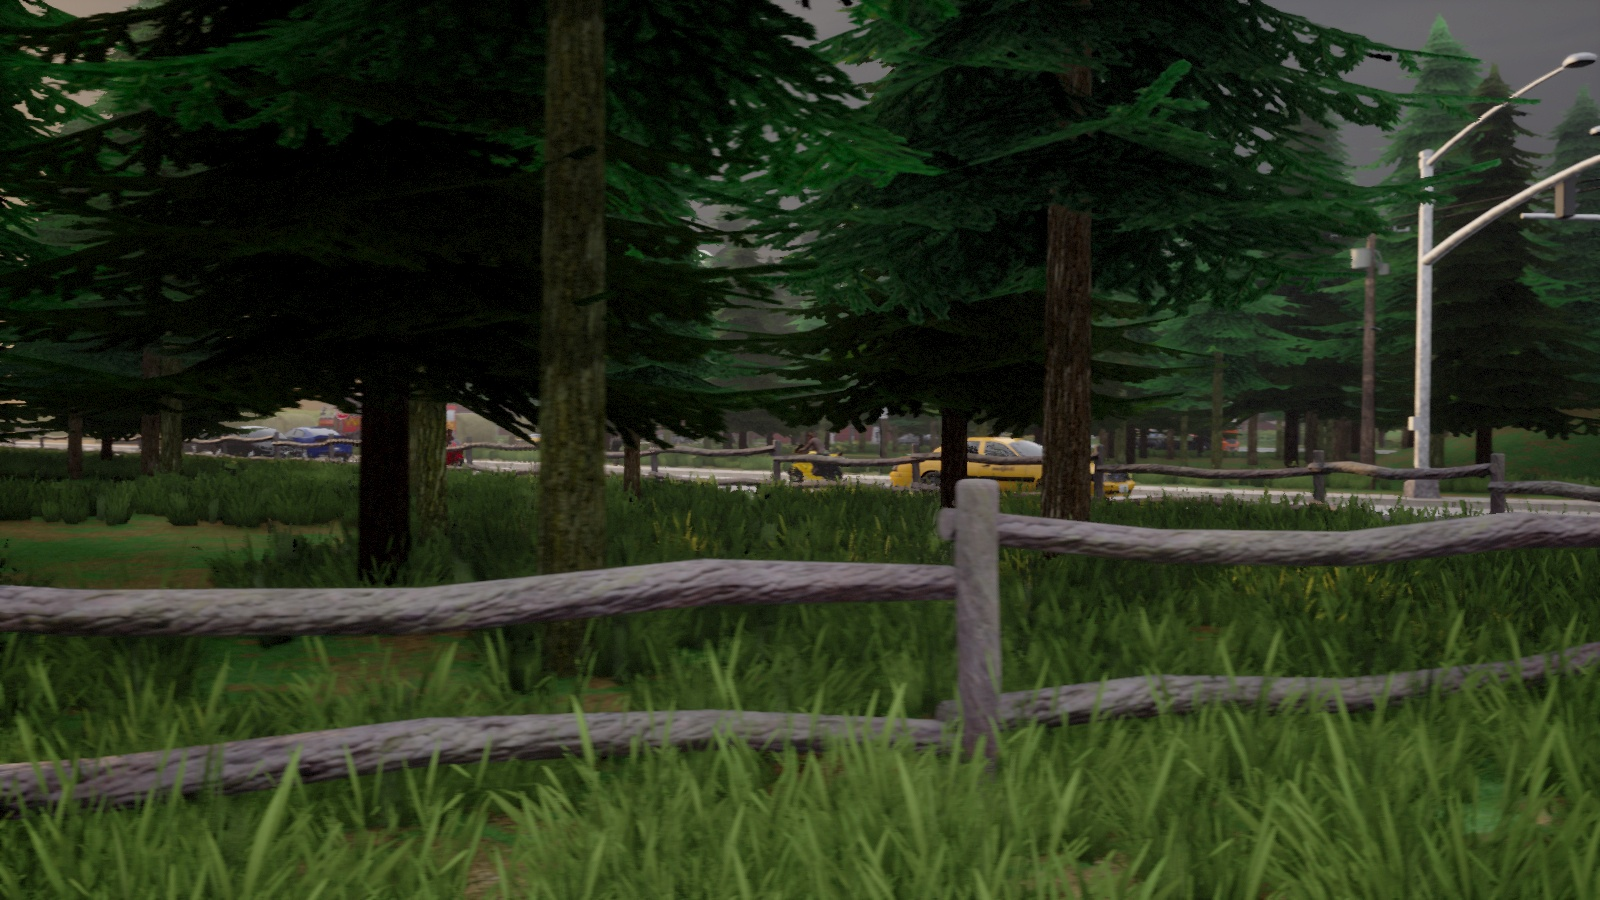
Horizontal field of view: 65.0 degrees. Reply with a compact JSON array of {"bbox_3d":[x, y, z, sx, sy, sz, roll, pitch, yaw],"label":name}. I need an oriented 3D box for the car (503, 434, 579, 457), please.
[{"bbox_3d":[-18.521,-0.357,90.011,1.801,1.575,5.366,0,1,40],"label":"car"}]

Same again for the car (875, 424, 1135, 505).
[{"bbox_3d":[4.290,0.271,26.955,5.366,1.575,1.801,0,1,41],"label":"car"}]

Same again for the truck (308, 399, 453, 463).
[{"bbox_3d":[-26.664,-1.227,80.290,2.891,3.827,8.468,0,1,40],"label":"truck"}]

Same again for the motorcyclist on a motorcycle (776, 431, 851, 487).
[{"bbox_3d":[0.358,0.241,35.028,2.044,1.523,0.797,0,1,41],"label":"motorcyclist on a motorcycle"}]

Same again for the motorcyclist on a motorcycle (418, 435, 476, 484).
[{"bbox_3d":[-11.438,0.294,40.689,2.044,1.523,0.797,0,1,41],"label":"motorcyclist on a motorcycle"}]

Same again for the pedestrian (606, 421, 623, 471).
[{"bbox_3d":[-6.918,-0.167,46.856,0.331,1.846,0.634,-1,1,-41],"label":"pedestrian"}]

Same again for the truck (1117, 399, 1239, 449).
[{"bbox_3d":[27.388,-1.848,91.200,7.936,3.462,2.891,0,1,39],"label":"truck"}]

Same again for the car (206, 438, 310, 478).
[{"bbox_3d":[-21.326,0.296,49.325,4.892,1.490,1.837,0,1,42],"label":"car"}]

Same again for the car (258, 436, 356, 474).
[{"bbox_3d":[-21.212,0.201,53.944,5.008,1.535,1.882,0,1,42],"label":"car"}]

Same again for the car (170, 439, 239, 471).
[{"bbox_3d":[-29.417,0.206,61.975,1.837,1.490,4.892,-2,1,-40],"label":"car"}]
